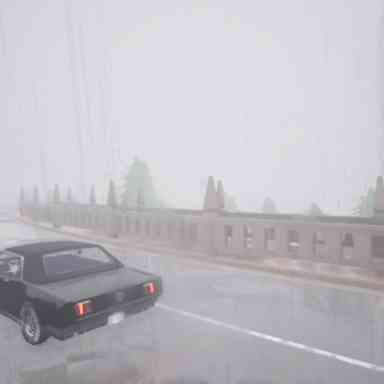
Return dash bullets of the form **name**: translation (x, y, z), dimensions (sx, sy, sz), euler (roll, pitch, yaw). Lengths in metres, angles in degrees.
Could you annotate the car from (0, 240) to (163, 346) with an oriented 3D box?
- **car**: translation (-2.848, 1.617, 6.433), dimensions (4.718, 1.301, 1.895), euler (0, 0, 40)
